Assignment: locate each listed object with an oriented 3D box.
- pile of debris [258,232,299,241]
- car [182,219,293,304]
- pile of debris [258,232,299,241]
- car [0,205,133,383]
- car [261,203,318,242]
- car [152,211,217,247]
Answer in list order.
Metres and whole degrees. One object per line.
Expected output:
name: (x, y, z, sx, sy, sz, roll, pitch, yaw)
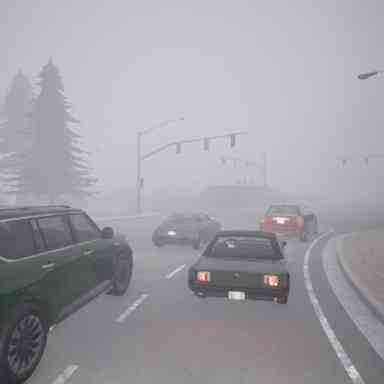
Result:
pile of debris: (4.249, 2.136, 16.199, 1.500, 0.140, 1.860, 0, 0, 29)
car: (1.356, 1.584, 8.175, 1.895, 1.301, 4.718, 0, 0, 14)
pile of debris: (4.249, 2.136, 16.199, 1.500, 0.140, 1.860, 0, 0, 29)
car: (-2.774, 1.221, 5.587, 2.150, 2.045, 5.566, 0, 0, 8)
car: (4.870, 1.311, 16.436, 2.097, 1.767, 4.553, 0, 0, 28)
car: (-0.069, 1.540, 14.540, 1.994, 1.385, 4.181, 0, 0, 20)
